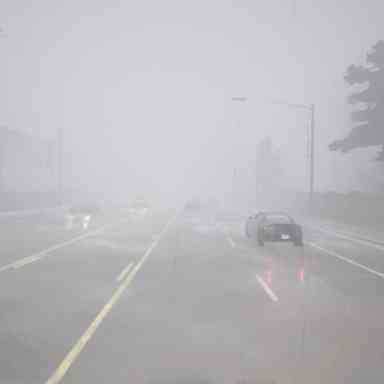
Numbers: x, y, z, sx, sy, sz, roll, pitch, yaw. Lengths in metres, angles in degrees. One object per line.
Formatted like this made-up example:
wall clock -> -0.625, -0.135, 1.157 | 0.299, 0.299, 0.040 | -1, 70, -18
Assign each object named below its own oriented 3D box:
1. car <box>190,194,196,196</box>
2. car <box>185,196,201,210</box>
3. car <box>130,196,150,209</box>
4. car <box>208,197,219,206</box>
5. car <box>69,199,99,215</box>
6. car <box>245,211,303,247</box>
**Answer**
car -> 0.180, 1.188, 79.628 | 2.033, 1.411, 5.357 | 1, 0, 0
car -> 0.161, 1.582, 42.637 | 1.994, 1.385, 4.181 | 1, 0, 1
car -> -6.940, 1.288, 44.846 | 2.097, 1.767, 4.553 | 1, 0, 1
car -> 3.696, 1.613, 57.354 | 2.033, 1.411, 5.357 | 1, 0, 1
car -> -10.500, 1.416, 32.862 | 1.812, 1.442, 4.674 | 1, 0, 0
car -> 3.634, 1.574, 15.234 | 1.812, 1.442, 4.674 | 1, 0, 0
